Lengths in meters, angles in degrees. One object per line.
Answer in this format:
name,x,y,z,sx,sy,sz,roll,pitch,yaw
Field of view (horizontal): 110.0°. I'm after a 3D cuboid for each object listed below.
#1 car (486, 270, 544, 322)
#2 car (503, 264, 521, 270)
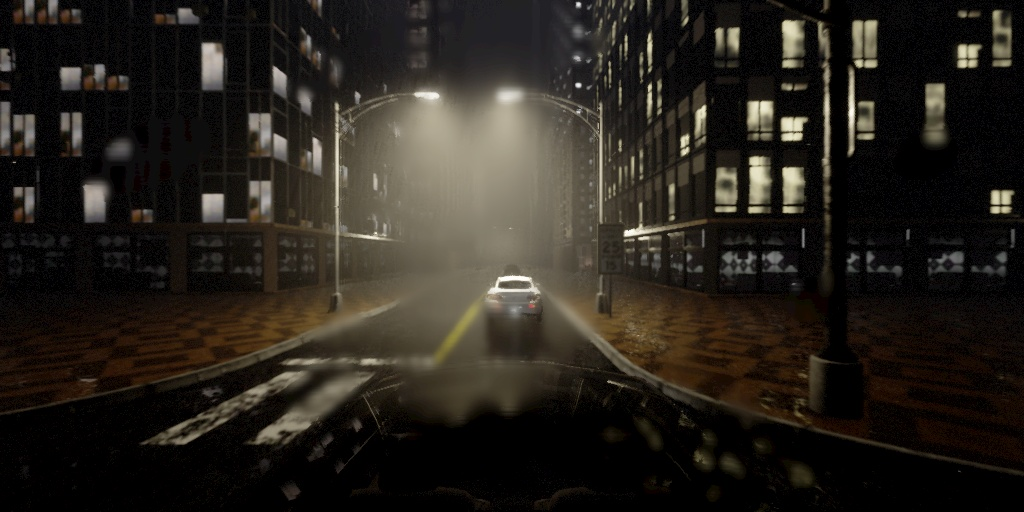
car,0.100,1.415,12.843,1.812,1.442,4.674,0,-1,0
car,-0.003,1.710,42.307,1.837,1.490,4.892,0,0,0
